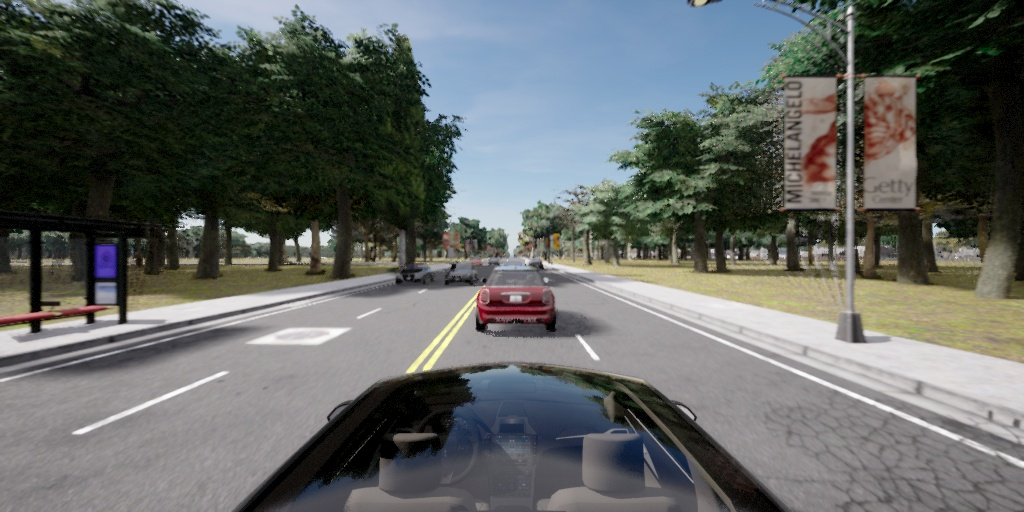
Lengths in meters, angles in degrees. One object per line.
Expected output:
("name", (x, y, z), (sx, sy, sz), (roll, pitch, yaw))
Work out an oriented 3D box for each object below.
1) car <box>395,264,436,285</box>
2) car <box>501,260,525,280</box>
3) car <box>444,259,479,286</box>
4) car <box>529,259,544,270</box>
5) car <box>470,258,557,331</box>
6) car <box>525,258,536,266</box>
("car", (-6.599, 1.225, 24.891), (1.994, 1.385, 4.181), (0, 0, 0))
("car", (0.097, 1.117, 30.868), (1.882, 1.535, 5.008), (0, 0, 0))
("car", (-3.350, 1.169, 24.312), (1.837, 1.490, 4.892), (0, 0, 0))
("car", (3.343, 1.097, 49.761), (1.812, 1.442, 4.674), (0, 0, 0))
("car", (0.099, 1.066, 11.009), (2.097, 1.767, 4.553), (0, 0, 0))
("car", (3.290, 1.044, 65.358), (1.812, 1.442, 4.674), (0, 0, 0))
